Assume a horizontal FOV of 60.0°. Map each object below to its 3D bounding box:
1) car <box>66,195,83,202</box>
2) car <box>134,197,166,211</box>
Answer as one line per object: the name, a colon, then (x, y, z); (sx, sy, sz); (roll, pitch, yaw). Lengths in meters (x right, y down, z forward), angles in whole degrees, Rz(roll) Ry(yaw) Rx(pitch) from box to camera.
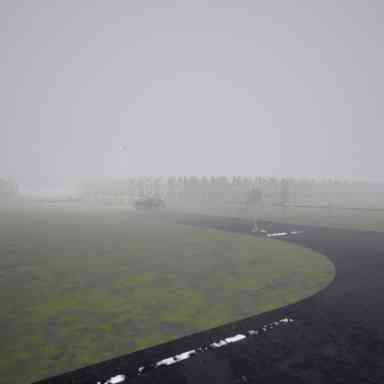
car: (-21.069, 1.133, 59.507); (1.895, 1.301, 4.718); (0, 1, -36)
car: (-4.638, 1.242, 35.894); (2.128, 1.511, 4.902); (0, 1, -35)
